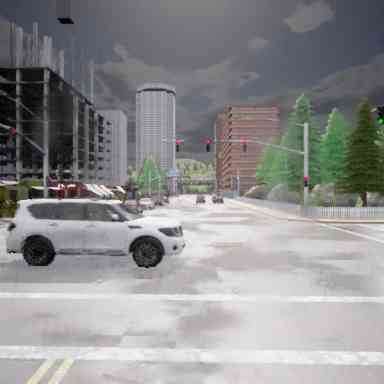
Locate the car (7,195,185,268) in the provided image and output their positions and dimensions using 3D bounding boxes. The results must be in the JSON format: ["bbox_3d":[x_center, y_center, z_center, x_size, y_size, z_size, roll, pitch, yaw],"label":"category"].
[{"bbox_3d":[-3.018,1.223,10.861,5.566,2.045,2.150,0,0,3],"label":"car"}]

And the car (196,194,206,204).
[{"bbox_3d":[1.734,1.600,65.482,1.895,1.301,4.718,0,0,1],"label":"car"}]

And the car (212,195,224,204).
[{"bbox_3d":[5.241,1.525,65.714,1.812,1.442,4.674,0,0,1],"label":"car"}]

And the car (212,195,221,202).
[{"bbox_3d":[5.460,1.421,74.610,1.895,1.301,4.718,0,0,1],"label":"car"}]

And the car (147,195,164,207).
[{"bbox_3d":[-5.672,1.351,52.764,2.097,1.767,4.553,0,0,2],"label":"car"}]

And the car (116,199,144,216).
[{"bbox_3d":[-6.170,1.525,33.672,1.812,1.442,4.674,0,0,2],"label":"car"}]

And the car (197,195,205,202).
[{"bbox_3d":[1.960,1.326,74.667,1.837,1.490,4.892,0,0,1],"label":"car"}]

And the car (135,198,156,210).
[{"bbox_3d":[-5.925,1.525,42.850,1.812,1.442,4.674,0,0,2],"label":"car"}]

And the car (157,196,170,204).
[{"bbox_3d":[-5.398,1.562,62.663,1.994,1.385,4.181,0,0,2],"label":"car"}]
